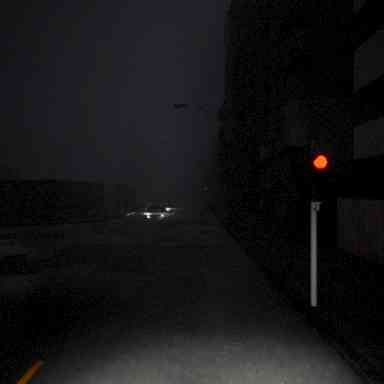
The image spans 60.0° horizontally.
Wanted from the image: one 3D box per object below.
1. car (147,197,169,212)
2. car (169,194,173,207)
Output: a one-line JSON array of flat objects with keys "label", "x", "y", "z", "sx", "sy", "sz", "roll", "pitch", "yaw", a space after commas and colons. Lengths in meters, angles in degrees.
[{"label": "car", "x": -4.158, "y": 1.475, "z": 39.535, "sx": 1.882, "sy": 1.535, "sz": 5.008, "roll": 0, "pitch": 0, "yaw": 0}, {"label": "car", "x": -4.142, "y": 1.502, "z": 49.562, "sx": 1.837, "sy": 1.490, "sz": 4.892, "roll": 0, "pitch": 0, "yaw": 1}]
